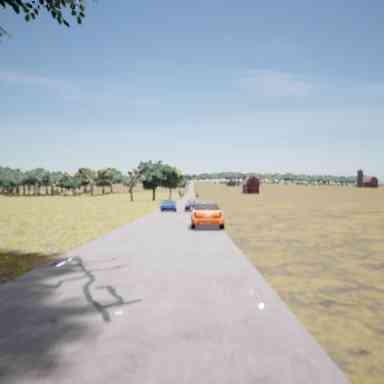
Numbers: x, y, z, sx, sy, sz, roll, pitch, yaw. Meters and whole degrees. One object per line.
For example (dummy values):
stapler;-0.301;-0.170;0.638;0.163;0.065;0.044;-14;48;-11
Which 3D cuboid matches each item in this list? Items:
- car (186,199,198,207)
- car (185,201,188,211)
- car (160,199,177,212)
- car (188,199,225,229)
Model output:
car;-0.013;1.889;58.794;2.033;1.411;5.357;0;-1;0
car;0.022;1.807;44.420;1.895;1.301;4.718;0;-1;1
car;-2.845;1.656;40.973;1.882;1.535;5.008;0;0;0
car;0.957;1.421;22.197;2.097;1.767;4.553;0;0;0
